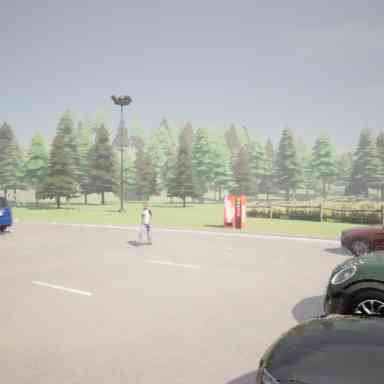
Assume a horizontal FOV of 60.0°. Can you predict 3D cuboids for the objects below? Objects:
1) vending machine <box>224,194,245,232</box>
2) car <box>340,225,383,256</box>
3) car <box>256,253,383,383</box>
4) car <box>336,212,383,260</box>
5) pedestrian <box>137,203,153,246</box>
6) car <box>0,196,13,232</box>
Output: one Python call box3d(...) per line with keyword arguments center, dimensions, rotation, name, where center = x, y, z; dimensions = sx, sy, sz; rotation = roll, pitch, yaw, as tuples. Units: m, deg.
box3d(center=(2.499, 1.195, 19.379), dimensions=(0.880, 2.100, 1.100), rotation=(0, 0, 30), name="vending machine")
box3d(center=(4.442, 1.351, 4.936), dimensions=(4.553, 1.767, 2.097), rotation=(0, 0, 36), name="car")
box3d(center=(2.756, 1.491, 1.884), dimensions=(4.902, 1.511, 2.128), rotation=(0, 0, 35), name="car")
box3d(center=(7.580, 1.526, 11.287), dimensions=(4.674, 1.442, 1.812), rotation=(0, 0, 35), name="car")
box3d(center=(-1.901, 1.293, 13.745), dimensions=(0.375, 1.860, 0.375), rotation=(0, 0, 29), name="pedestrian")
box3d(center=(-12.442, 1.221, 18.275), dimensions=(5.566, 2.045, 2.150), rotation=(0, 0, 23), name="car")
